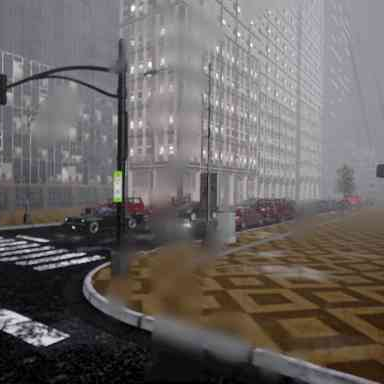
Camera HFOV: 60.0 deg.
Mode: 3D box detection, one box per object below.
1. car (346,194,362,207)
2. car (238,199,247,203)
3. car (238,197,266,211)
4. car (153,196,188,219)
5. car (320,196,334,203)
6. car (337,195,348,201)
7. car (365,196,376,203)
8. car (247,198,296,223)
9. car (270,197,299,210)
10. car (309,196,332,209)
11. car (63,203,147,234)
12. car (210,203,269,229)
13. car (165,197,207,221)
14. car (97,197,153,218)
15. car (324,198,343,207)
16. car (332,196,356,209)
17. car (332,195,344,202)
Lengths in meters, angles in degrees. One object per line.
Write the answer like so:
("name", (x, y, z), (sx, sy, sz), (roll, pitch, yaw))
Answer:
("car", (25.421, 1.365, 52.858), (2.150, 2.045, 5.566), (1, 1, 35))
("car", (6.244, 1.511, 35.831), (2.128, 1.511, 4.902), (1, 1, 35))
("car", (7.691, 1.429, 42.270), (1.967, 1.590, 4.097), (1, 0, 35))
("car", (-1.810, 1.282, 28.941), (2.192, 1.841, 5.009), (1, 0, 35))
("car", (29.866, 1.615, 73.525), (1.802, 1.307, 4.206), (1, 1, 35))
("car", (39.459, 1.622, 87.092), (1.947, 1.339, 4.313), (1, 1, 35))
("car", (39.503, 1.597, 73.504), (1.967, 1.590, 4.097), (1, 1, 35))
("car", (6.745, 1.408, 26.944), (2.192, 1.841, 5.009), (1, 0, 35))
("car", (12.354, 1.525, 44.392), (2.128, 1.511, 4.902), (1, 0, 36))
("car", (18.259, 1.648, 47.704), (1.994, 1.385, 4.181), (1, 1, 34))
("car", (-5.132, 1.594, 19.724), (1.895, 1.301, 4.718), (1, 1, 35))
("car", (3.255, 1.667, 22.015), (1.802, 1.307, 4.206), (1, 0, 35))
("car", (0.309, 1.484, 27.447), (1.882, 1.535, 5.008), (1, 1, 35))
("car", (-5.465, 1.273, 23.771), (2.192, 1.841, 5.009), (1, 0, 35))
("car", (23.349, 1.658, 54.935), (1.994, 1.385, 4.181), (1, 1, 35))
("car", (21.393, 1.655, 47.096), (1.812, 1.442, 4.674), (1, 1, 35))
("car", (36.174, 1.569, 82.444), (1.752, 1.417, 4.829), (1, 1, 35))
